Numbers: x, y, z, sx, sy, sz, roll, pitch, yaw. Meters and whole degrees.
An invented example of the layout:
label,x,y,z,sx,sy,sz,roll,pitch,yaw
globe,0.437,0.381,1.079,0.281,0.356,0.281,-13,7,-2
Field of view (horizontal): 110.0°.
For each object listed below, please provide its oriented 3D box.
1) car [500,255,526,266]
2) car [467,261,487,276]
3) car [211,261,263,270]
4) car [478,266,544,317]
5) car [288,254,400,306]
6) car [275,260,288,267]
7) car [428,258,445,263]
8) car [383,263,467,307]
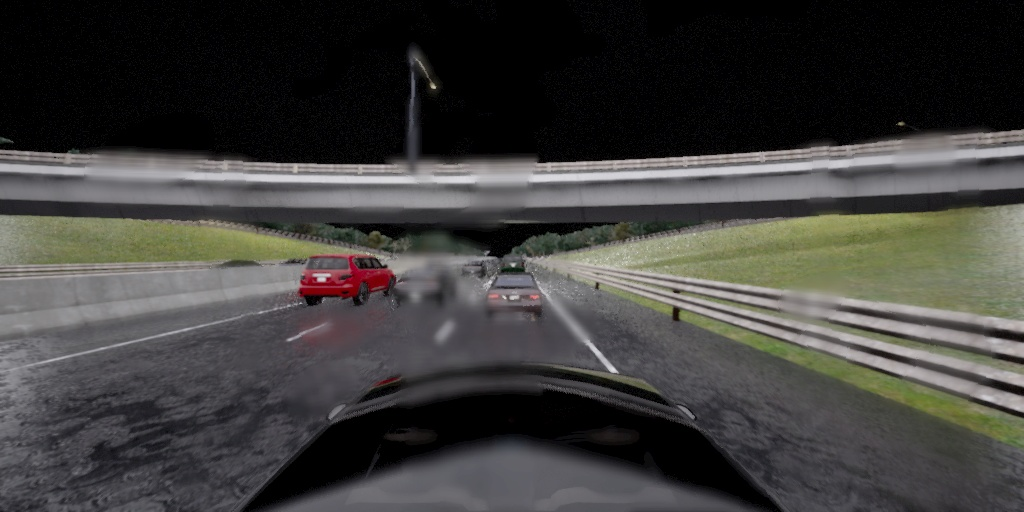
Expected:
label,x,y,z,sx,sy,sz,roll,pitch,yaw
car,0.097,0.893,32.685,2.150,2.045,5.566,0,0,0
car,-3.403,1.162,33.322,2.128,1.511,4.902,0,0,0
car,-24.597,1.177,32.197,1.837,1.490,4.892,0,0,0
car,0.095,1.265,12.940,2.033,1.411,5.357,0,0,0
car,-6.901,0.934,15.681,2.150,2.045,5.566,0,0,0
car,-21.094,1.019,35.003,2.097,1.767,4.553,0,0,0
car,-6.903,1.162,33.332,2.128,1.511,4.902,0,0,0
car,-3.402,1.205,15.080,2.128,1.511,4.902,0,0,0
